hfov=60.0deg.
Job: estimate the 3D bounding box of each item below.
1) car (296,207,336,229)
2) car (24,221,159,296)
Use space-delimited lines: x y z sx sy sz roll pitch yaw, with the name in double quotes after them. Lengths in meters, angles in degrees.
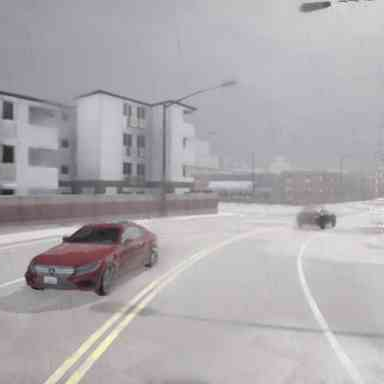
9.461 1.888 25.118 2.128 1.511 4.902 1 0 37 "car"
-2.296 1.546 8.959 1.812 1.442 4.674 1 -1 14 "car"
